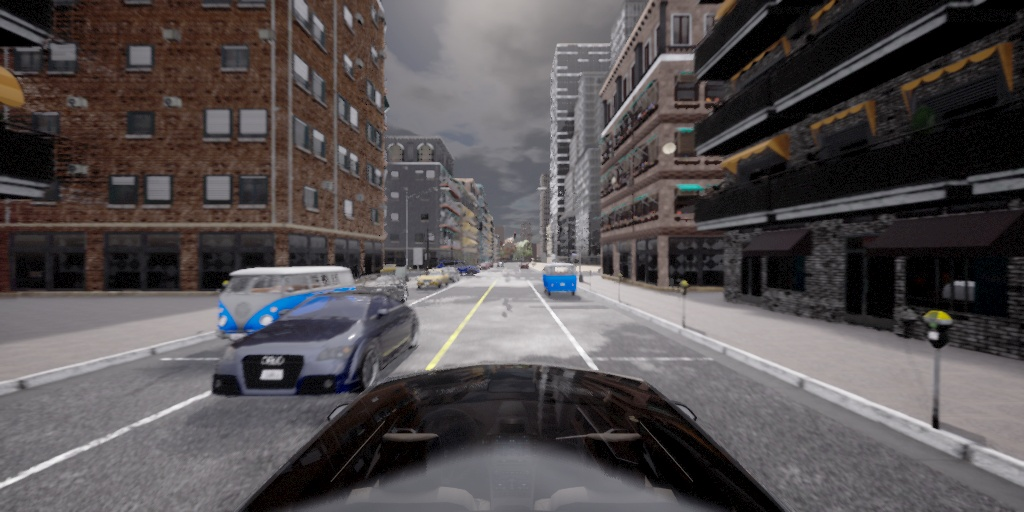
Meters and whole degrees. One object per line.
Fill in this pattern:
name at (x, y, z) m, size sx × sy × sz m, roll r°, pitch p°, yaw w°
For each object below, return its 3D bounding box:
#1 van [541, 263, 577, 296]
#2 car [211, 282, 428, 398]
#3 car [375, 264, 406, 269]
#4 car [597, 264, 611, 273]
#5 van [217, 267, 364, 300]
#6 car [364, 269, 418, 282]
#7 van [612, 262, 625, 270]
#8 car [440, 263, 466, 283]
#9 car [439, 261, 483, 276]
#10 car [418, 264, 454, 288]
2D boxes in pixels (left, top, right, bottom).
van at (2.686, 1.301, 20.828) m, size 1.690 × 1.789 × 3.998 m, roll 0°, pitch 0°, yaw 0°
car at (-3.102, 1.368, 6.633) m, size 1.994 × 1.385 × 4.181 m, roll 0°, pitch -1°, yaw 0°
car at (-17.892, 1.813, 52.169) m, size 4.829 × 1.417 × 1.751 m, roll 0°, pitch 0°, yaw 0°
car at (14.667, 1.782, 52.229) m, size 4.313 × 1.339 × 1.948 m, roll 0°, pitch 0°, yaw 0°
van at (-5.694, 1.177, 9.535) m, size 1.690 × 1.789 × 3.998 m, roll 0°, pitch 0°, yaw 0°
car at (-5.694, 1.448, 15.198) m, size 2.007 × 1.370 × 4.403 m, roll 0°, pitch 0°, yaw 0°
van at (14.681, 1.587, 43.848) m, size 3.998 × 1.789 × 1.690 m, roll 0°, pitch 0°, yaw 0°
car at (-5.697, 1.637, 32.189) m, size 2.007 × 1.370 × 4.403 m, roll 0°, pitch 0°, yaw 0°
car at (-6.917, 1.621, 46.494) m, size 5.566 × 2.045 × 2.150 m, roll 0°, pitch 0°, yaw 0°
car at (-5.696, 1.549, 26.356) m, size 1.751 × 1.417 × 4.829 m, roll 0°, pitch 0°, yaw 0°
